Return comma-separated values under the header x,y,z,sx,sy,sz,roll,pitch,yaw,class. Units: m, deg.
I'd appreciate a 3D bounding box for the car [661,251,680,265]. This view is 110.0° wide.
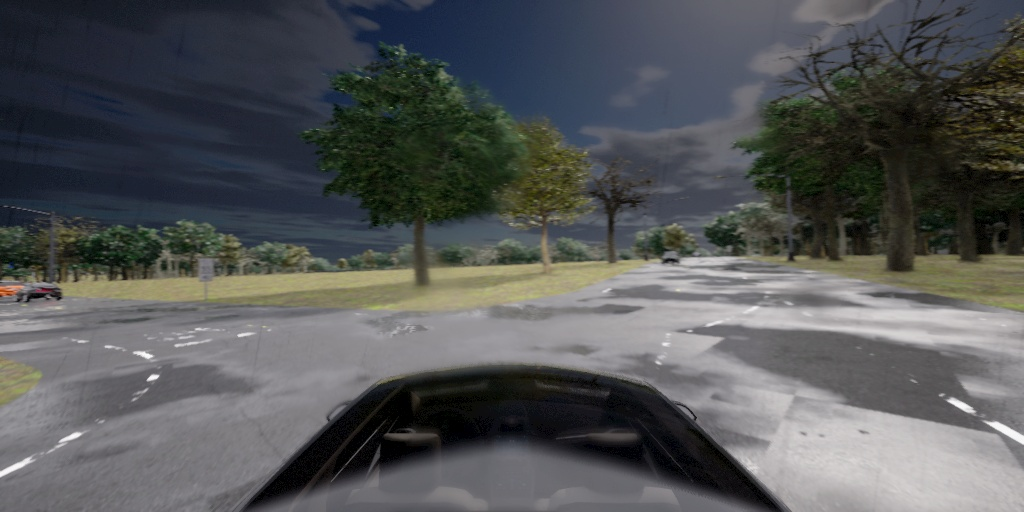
x,y,z,sx,sy,sz,roll,pitch,yaw,class
20.671,0.149,46.668,2.097,1.767,4.553,-2,0,26,car

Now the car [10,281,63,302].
x,y,z,sx,sy,sz,roll,pitch,yaw,class
-39.485,3.010,29.914,4.892,1.490,1.837,-2,-2,27,car

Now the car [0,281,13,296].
x,y,z,sx,sy,sz,roll,pitch,yaw,class
-48.738,3.184,34.575,4.553,1.767,2.097,-2,-2,27,car
